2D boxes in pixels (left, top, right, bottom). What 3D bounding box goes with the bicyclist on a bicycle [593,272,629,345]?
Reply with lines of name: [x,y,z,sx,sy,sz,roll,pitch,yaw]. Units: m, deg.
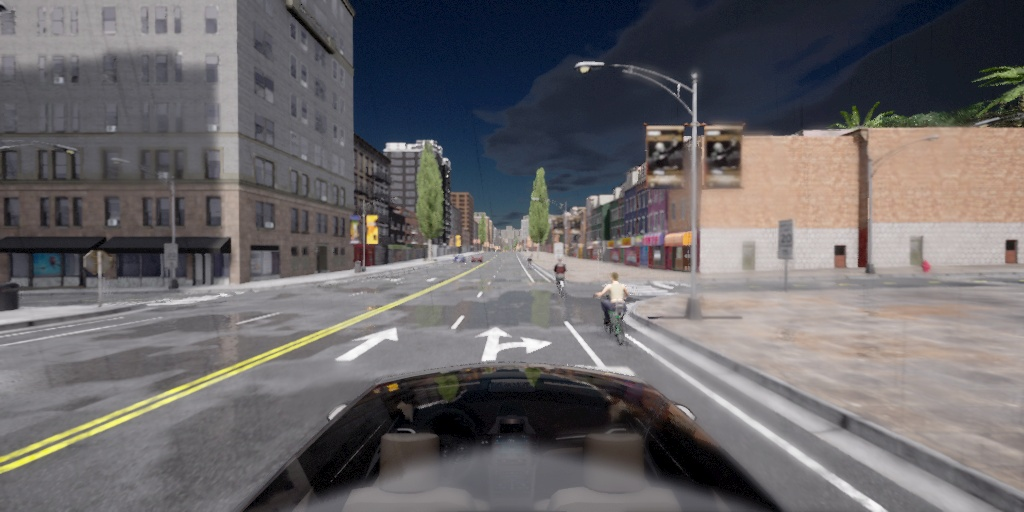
bicyclist on a bicycle: [2.404,1.185,8.491,0.866,1.612,1.509,0,0,0]

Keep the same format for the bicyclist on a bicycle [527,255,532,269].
bicyclist on a bicycle: [2.261,0.808,45.875,0.659,1.776,1.843,0,1,0]

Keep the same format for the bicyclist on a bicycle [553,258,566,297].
bicyclist on a bicycle: [2.238,0.975,16.824,0.659,1.776,1.843,-1,1,0]
